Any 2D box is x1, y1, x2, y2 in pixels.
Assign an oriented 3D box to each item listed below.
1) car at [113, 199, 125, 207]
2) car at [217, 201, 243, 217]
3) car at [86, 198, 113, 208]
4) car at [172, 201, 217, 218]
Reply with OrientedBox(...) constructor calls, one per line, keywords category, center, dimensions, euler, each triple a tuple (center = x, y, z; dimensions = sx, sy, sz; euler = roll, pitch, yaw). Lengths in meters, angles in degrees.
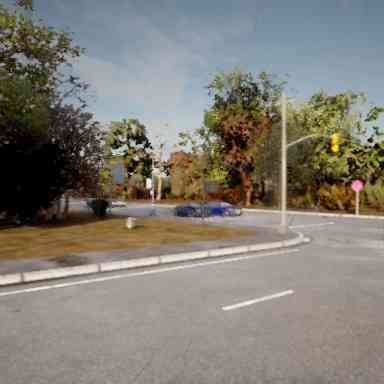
OrientedBox(category="car", center=(-12.329, 1.725, 52.090), dimensions=(1.895, 1.301, 4.718), euler=(0, 0, -38))
OrientedBox(category="car", center=(2.918, 1.657, 32.945), dimensions=(1.812, 1.442, 4.674), euler=(0, 0, -39))
OrientedBox(category="car", center=(-13.834, 1.581, 48.343), dimensions=(1.882, 1.535, 5.008), euler=(0, -1, -38))
OrientedBox(category="car", center=(-0.034, 1.674, 31.030), dimensions=(1.994, 1.385, 4.181), euler=(0, 0, -39))
